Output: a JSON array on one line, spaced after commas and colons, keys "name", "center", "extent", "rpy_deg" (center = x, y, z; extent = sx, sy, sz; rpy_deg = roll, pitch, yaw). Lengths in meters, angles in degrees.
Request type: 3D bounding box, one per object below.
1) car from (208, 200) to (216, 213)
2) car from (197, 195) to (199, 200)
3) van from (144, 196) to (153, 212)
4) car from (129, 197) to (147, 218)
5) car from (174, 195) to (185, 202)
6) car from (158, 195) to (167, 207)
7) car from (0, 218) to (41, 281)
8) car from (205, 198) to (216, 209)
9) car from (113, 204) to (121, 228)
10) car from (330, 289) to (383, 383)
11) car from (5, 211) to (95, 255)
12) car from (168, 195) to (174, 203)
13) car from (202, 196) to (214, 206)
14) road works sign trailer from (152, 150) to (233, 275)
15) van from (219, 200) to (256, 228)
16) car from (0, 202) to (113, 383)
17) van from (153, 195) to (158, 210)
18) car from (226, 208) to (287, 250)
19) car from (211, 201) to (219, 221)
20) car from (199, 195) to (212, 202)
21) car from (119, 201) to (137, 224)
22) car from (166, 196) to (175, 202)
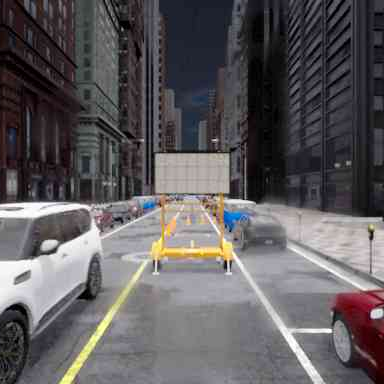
[{"name": "car", "center": [2.790, 1.653, 31.048], "extent": [1.802, 1.307, 4.206], "rpy_deg": [0, 0, 0]}, {"name": "car", "center": [2.838, 1.757, 81.944], "extent": [1.752, 1.417, 4.829], "rpy_deg": [0, 0, 0]}, {"name": "van", "center": [-5.730, 1.427, 36.677], "extent": [1.690, 1.788, 3.998], "rpy_deg": [0, 0, 0]}, {"name": "car", "center": [-5.735, 1.511, 31.040], "extent": [1.967, 1.590, 4.097], "rpy_deg": [0, 0, 0]}, {"name": "car", "center": [-2.921, 1.740, 82.723], "extent": [1.837, 1.490, 4.892], "rpy_deg": [0, 0, 0]}, {"name": "car", "center": [-5.714, 1.450, 53.586], "extent": [2.192, 1.841, 5.009], "rpy_deg": [0, 0, 0]}, {"name": "car", "center": [-5.756, 1.542, 8.323], "extent": [1.752, 1.417, 4.829], "rpy_deg": [0, 0, 0]}, {"name": "car", "center": [2.795, 1.637, 36.684], "extent": [2.008, 1.369, 4.403], "rpy_deg": [0, 0, 0]}, {"name": "car", "center": [-5.745, 1.624, 19.767], "extent": [1.802, 1.307, 4.206], "rpy_deg": [0, 0, 0]}, {"name": "car", "center": [2.764, 1.550, 2.867], "extent": [1.887, 1.381, 4.507], "rpy_deg": [0, 0, 0]}, {"name": "car", "center": [-5.751, 1.595, 14.130], "extent": [1.947, 1.339, 4.313], "rpy_deg": [0, 0, 0]}, {"name": "car", "center": [-5.693, 1.755, 76.132], "extent": [1.887, 1.381, 4.507], "rpy_deg": [0, 0, 0]}, {"name": "car", "center": [2.806, 1.663, 47.956], "extent": [1.887, 1.381, 4.507], "rpy_deg": [0, 0, 0]}, {"name": "road works sign trailer", "center": [0.010, 0.486, 10.529], "extent": [2.380, 3.560, 2.880], "rpy_deg": [0, 0, 0]}, {"name": "van", "center": [2.779, 1.383, 19.776], "extent": [1.690, 1.788, 3.998], "rpy_deg": [0, 0, 0]}, {"name": "car", "center": [-3.095, 1.232, 5.477], "extent": [2.150, 2.045, 5.566], "rpy_deg": [0, 0, 0]}, {"name": "van", "center": [-5.725, 1.443, 42.313], "extent": [1.690, 1.788, 3.998], "rpy_deg": [0, 0, 0]}, {"name": "car", "center": [2.774, 1.580, 14.139], "extent": [2.008, 1.369, 4.403], "rpy_deg": [0, 0, 0]}, {"name": "car", "center": [2.785, 1.607, 25.411], "extent": [2.008, 1.369, 4.403], "rpy_deg": [0, 0, 0]}, {"name": "car", "center": [2.816, 1.468, 59.229], "extent": [2.192, 1.841, 5.009], "rpy_deg": [0, 0, 0]}, {"name": "car", "center": [-5.740, 1.622, 25.403], "extent": [1.947, 1.339, 4.313], "rpy_deg": [0, 0, 0]}, {"name": "car", "center": [-5.682, 1.818, 87.405], "extent": [1.947, 1.339, 4.313], "rpy_deg": [0, 0, 0]}]
